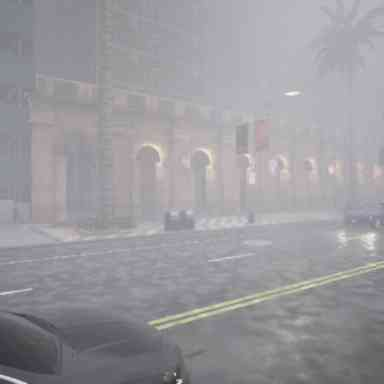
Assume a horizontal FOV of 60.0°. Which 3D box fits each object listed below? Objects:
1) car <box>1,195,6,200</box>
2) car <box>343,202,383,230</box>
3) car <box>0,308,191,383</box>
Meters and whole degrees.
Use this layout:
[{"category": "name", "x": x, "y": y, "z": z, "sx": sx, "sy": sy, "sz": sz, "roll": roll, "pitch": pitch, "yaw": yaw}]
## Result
[{"category": "car", "x": -17.614, "y": 1.027, "z": 26.088, "sx": 5.566, "sy": 2.045, "sz": 2.435, "roll": 0, "pitch": 0, "yaw": -35}, {"category": "car", "x": 11.427, "y": 1.415, "z": 20.744, "sx": 5.008, "sy": 1.535, "sz": 1.882, "roll": 0, "pitch": 0, "yaw": -35}, {"category": "car", "x": -2.249, "y": 1.507, "z": 2.154, "sx": 4.892, "sy": 1.490, "sz": 1.837, "roll": 0, "pitch": 0, "yaw": -35}]
